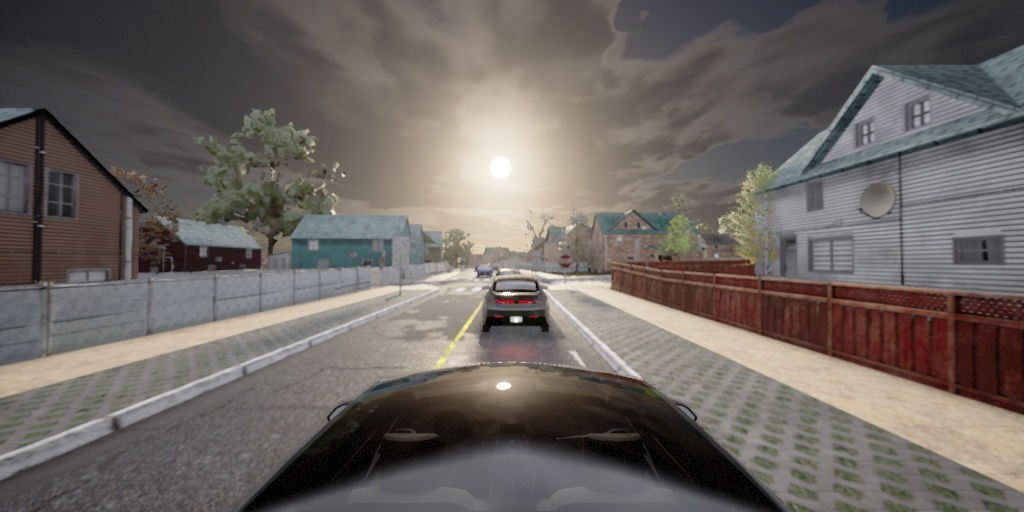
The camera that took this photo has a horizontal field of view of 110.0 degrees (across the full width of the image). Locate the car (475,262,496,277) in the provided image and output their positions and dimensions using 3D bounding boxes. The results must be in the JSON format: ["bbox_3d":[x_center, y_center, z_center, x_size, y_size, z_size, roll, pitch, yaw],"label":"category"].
[{"bbox_3d":[-3.273,1.780,43.774,1.882,1.535,5.008,0,-1,-3],"label":"car"}]

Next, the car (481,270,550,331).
[{"bbox_3d":[0.107,1.361,11.373,1.837,1.490,4.892,0,-1,0],"label":"car"}]

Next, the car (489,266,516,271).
[{"bbox_3d":[-0.241,1.526,22.357,2.033,1.411,5.357,0,-1,-4],"label":"car"}]
